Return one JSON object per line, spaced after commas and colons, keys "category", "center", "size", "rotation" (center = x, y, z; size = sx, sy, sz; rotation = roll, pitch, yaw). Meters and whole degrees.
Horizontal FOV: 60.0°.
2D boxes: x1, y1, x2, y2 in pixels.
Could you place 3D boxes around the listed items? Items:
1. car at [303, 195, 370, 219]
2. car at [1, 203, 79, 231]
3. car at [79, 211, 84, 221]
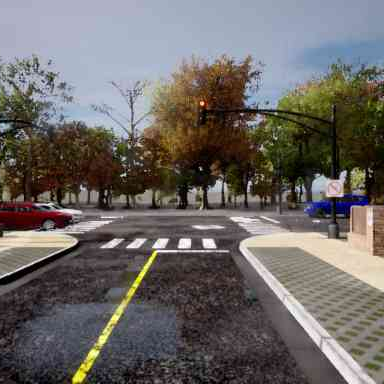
{"category": "car", "center": [12.853, 1.279, 29.626], "size": [5.566, 2.045, 2.150], "rotation": [0, 0, 0]}
{"category": "car", "center": [-9.683, 1.441, 19.684], "size": [5.008, 1.535, 1.882], "rotation": [0, 0, 0]}
{"category": "car", "center": [-9.882, 1.493, 22.938], "size": [4.674, 1.442, 1.812], "rotation": [0, 0, 0]}
